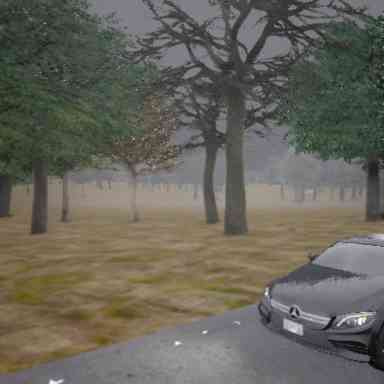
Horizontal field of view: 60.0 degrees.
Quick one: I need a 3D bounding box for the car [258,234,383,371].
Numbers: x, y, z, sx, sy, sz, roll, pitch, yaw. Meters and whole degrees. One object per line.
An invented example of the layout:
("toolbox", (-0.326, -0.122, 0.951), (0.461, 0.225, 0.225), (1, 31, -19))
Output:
("car", (3.202, 1.508, 5.754), (4.674, 1.442, 1.812), (0, 0, -36))
